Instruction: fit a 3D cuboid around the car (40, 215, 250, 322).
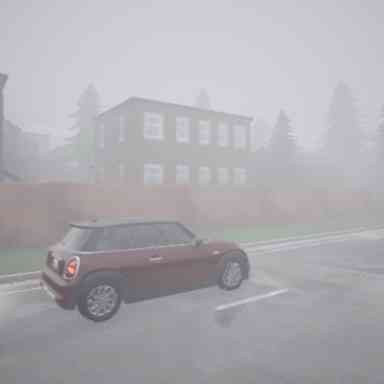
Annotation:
[{"bbox_3d":[-0.820,1.341,7.466,4.553,1.767,2.097,0,0,-35],"label":"car"}]
